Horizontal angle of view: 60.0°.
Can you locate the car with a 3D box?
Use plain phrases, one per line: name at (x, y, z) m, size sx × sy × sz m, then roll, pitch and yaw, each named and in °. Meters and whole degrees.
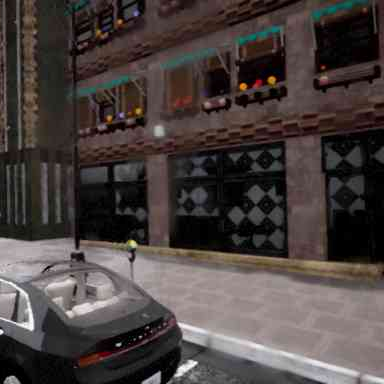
car at (-2.164, 1.598, 4.433) m, size 4.403 × 1.369 × 2.008 m, roll -1°, pitch -1°, yaw 36°
